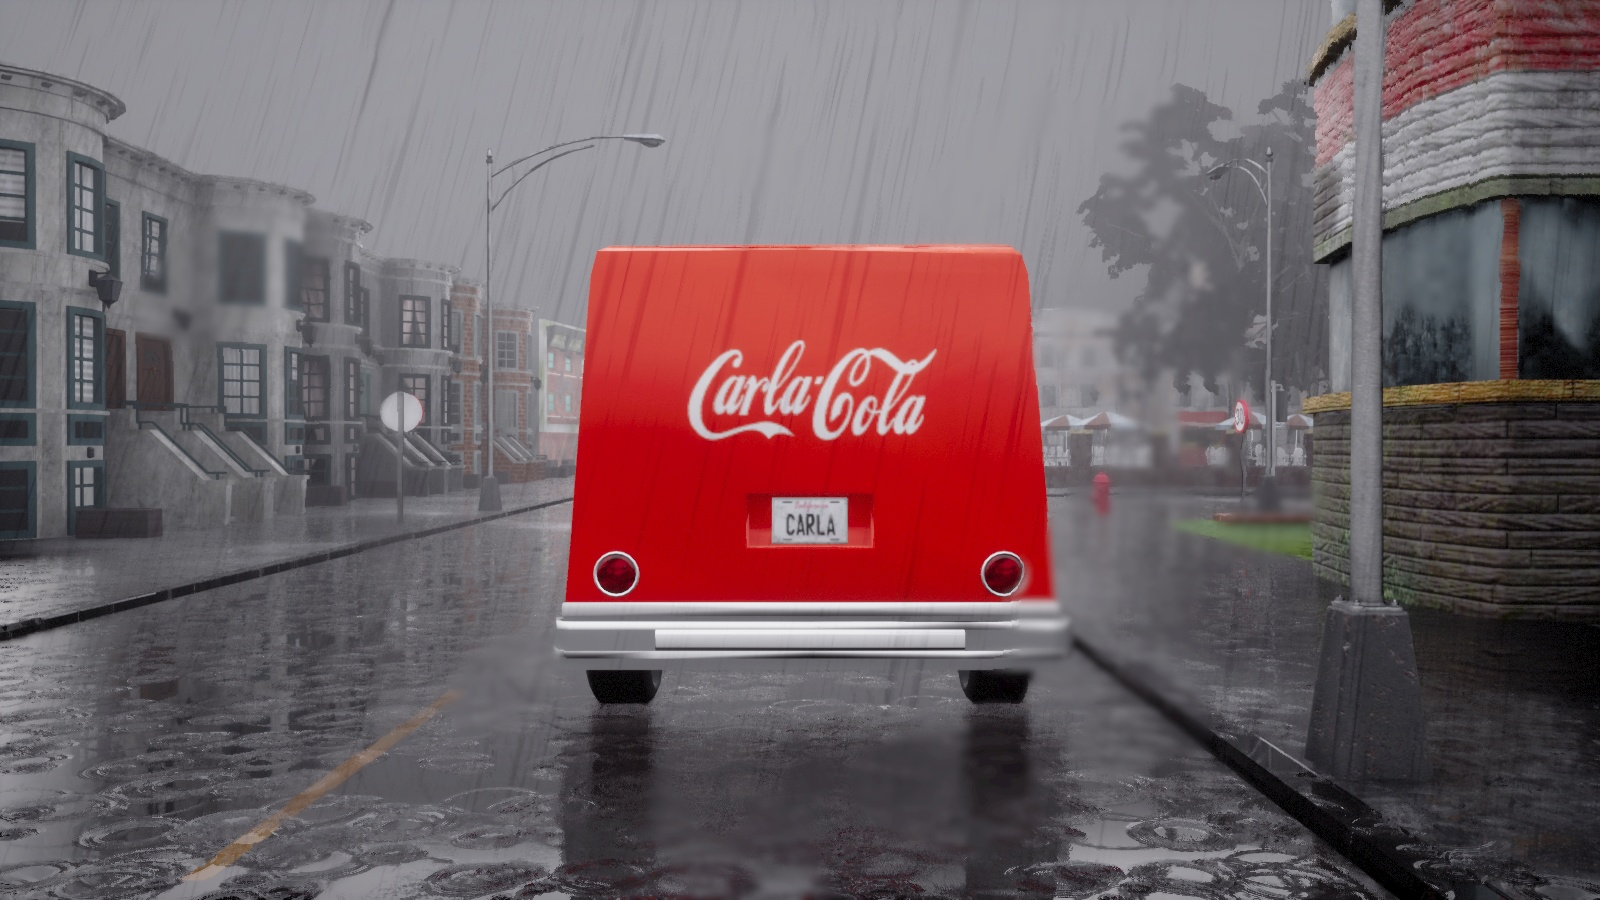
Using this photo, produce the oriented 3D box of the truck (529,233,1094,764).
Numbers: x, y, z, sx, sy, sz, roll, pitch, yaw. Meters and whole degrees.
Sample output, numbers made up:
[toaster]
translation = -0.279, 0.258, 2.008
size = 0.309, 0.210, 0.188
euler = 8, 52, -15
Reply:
[truck]
translation = 0.065, 0.212, 8.449
size = 2.627, 2.467, 5.204
euler = 0, 0, 0
